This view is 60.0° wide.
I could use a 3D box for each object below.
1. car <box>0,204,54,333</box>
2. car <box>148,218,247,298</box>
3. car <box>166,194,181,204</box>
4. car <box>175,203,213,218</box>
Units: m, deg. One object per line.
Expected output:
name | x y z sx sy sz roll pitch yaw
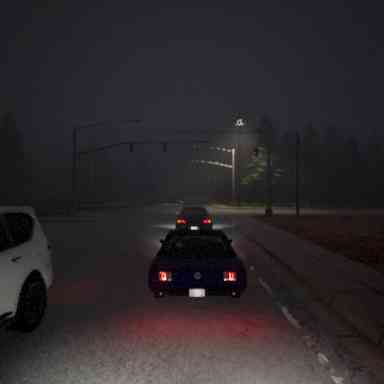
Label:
car | -3.599 1.216 3.849 2.150 2.045 5.566 0 0 0
car | 0.102 1.586 8.413 1.895 1.301 4.718 0 0 0
car | -3.547 1.241 60.652 2.097 1.767 4.553 0 0 0
car | 0.105 1.491 17.468 1.812 1.442 4.674 0 0 0
